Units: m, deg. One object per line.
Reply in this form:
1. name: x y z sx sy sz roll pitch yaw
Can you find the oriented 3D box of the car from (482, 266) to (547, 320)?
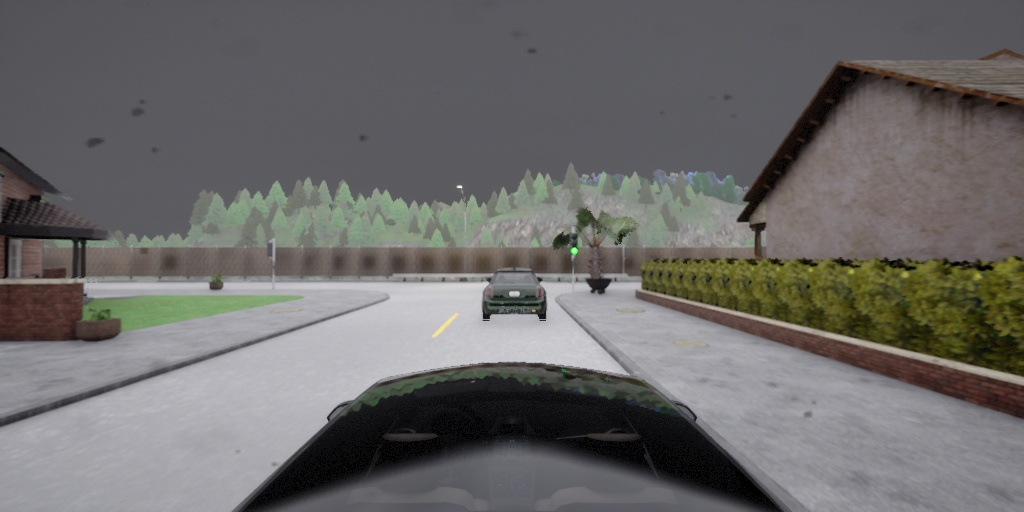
1. car: 0.088 1.220 13.261 2.097 1.767 4.553 0 -1 0
